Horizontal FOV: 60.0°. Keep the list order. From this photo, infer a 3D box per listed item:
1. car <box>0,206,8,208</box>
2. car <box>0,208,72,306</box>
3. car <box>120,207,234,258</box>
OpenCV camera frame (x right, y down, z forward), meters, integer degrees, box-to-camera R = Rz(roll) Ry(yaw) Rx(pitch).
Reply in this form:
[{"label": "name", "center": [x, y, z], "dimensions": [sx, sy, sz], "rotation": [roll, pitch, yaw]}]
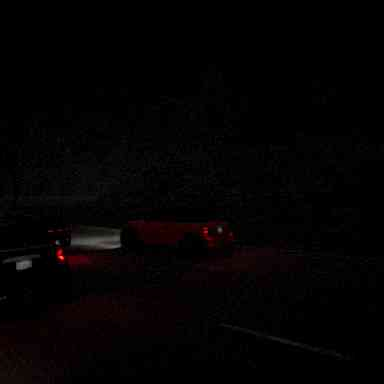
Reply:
[{"label": "car", "center": [-6.736, 1.527, 13.071], "dimensions": [4.892, 1.490, 1.837], "rotation": [0, 0, 36]}, {"label": "car", "center": [-4.798, 1.365, 7.361], "dimensions": [4.553, 1.767, 2.097], "rotation": [0, 0, 36]}, {"label": "car", "center": [-0.737, 1.365, 13.064], "dimensions": [4.553, 1.767, 2.097], "rotation": [0, 0, 36]}]
